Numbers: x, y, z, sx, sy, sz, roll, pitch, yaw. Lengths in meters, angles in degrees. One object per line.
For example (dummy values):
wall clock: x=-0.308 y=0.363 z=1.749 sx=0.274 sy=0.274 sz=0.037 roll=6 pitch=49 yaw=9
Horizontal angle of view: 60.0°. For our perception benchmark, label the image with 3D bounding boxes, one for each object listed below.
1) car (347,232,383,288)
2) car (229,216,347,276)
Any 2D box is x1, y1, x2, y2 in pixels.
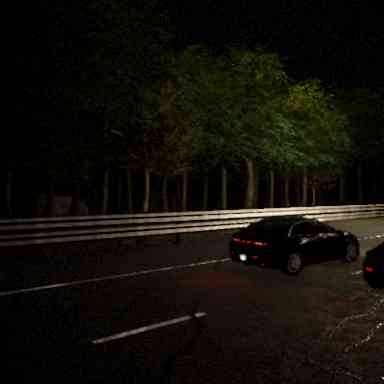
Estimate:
car: x=5.914 y=1.552 z=7.984 sx=4.674 sy=1.442 sz=1.812 roll=0 pitch=0 yaw=-36
car: x=3.350 y=1.529 z=10.451 sx=4.892 sy=1.490 sz=1.837 roll=0 pitch=0 yaw=-36
